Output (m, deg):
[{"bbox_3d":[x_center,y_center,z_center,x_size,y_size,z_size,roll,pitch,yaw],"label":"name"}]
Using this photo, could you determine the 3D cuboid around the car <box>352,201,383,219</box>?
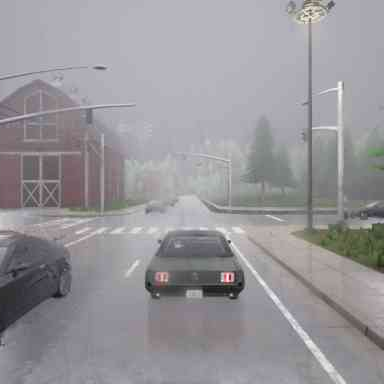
[{"bbox_3d":[15.113,1.499,27.170,4.674,1.442,1.812,0,0,-1],"label":"car"}]

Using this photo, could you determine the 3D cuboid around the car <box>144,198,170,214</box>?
[{"bbox_3d":[-3.694,1.524,34.862,1.812,1.442,4.674,0,0,2],"label":"car"}]

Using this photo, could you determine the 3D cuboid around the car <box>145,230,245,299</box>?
[{"bbox_3d":[0.066,1.601,8.378,1.895,1.301,4.718,0,0,0],"label":"car"}]

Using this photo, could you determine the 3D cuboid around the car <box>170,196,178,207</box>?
[{"bbox_3d":[-3.600,1.563,49.498,1.994,1.385,4.181,0,0,0],"label":"car"}]

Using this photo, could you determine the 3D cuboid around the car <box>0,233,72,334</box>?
[{"bbox_3d":[-3.601,1.526,5.808,1.812,1.442,4.674,0,0,0],"label":"car"}]
